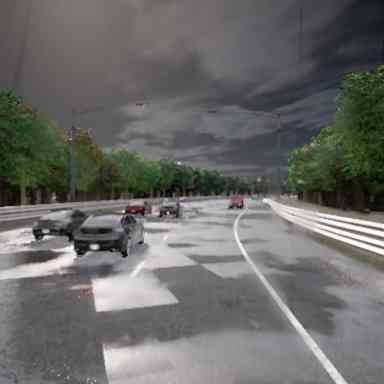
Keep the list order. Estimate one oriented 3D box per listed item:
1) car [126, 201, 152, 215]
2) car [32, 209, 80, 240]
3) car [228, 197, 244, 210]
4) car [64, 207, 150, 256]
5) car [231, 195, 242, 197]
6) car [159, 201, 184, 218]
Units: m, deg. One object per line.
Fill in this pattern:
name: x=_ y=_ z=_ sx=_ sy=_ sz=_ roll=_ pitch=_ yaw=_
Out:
car: x=-5.374 y=1.648 z=34.079 sx=1.882 sy=1.535 sz=5.008 roll=0 pitch=0 yaw=5
car: x=-6.464 y=1.603 z=17.225 sx=1.812 sy=1.442 sz=4.674 roll=0 pitch=0 yaw=2
car: x=6.375 y=1.861 z=48.826 sx=1.895 sy=1.301 sz=4.718 roll=0 pitch=0 yaw=9
car: x=-3.117 y=1.564 z=13.317 sx=1.837 sy=1.490 sz=4.892 roll=0 pitch=0 yaw=2
car: x=7.528 y=1.525 z=55.989 sx=2.150 sy=2.045 sz=5.566 roll=0 pitch=0 yaw=9
car: x=-1.983 y=1.669 z=32.598 sx=1.837 sy=1.490 sz=4.892 roll=0 pitch=0 yaw=5
